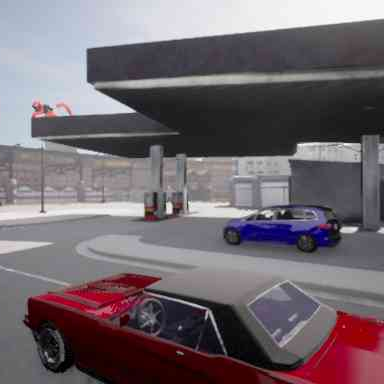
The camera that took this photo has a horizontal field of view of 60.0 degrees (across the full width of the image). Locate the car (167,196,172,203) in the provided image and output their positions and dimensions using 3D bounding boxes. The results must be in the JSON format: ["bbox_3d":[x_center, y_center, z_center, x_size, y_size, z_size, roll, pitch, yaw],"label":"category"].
[{"bbox_3d":[-3.668,1.556,79.122,5.566,2.045,2.150,0,0,-19],"label":"car"}]

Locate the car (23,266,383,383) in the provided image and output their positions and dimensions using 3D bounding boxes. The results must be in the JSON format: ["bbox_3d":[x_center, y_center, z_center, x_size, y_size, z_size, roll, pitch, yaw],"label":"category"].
[{"bbox_3d":[-0.002,1.616,3.994,4.718,1.301,1.895,0,0,36],"label":"car"}]

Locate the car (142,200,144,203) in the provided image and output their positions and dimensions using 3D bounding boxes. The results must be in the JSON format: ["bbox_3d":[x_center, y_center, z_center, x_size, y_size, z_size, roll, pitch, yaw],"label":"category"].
[{"bbox_3d":[-8.914,1.888,73.147,4.181,1.385,1.994,0,0,-27],"label":"car"}]

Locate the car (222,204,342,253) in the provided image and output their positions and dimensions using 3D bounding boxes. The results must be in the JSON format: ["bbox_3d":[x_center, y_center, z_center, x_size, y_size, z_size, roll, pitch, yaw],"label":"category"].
[{"bbox_3d":[3.429,1.328,13.352,4.611,1.667,2.242,0,0,36],"label":"car"}]

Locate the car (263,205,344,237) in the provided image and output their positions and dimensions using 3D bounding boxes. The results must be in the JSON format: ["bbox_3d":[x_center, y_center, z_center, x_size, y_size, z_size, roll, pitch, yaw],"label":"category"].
[{"bbox_3d":[6.146,1.494,18.470,3.806,1.475,1.970,0,0,36],"label":"car"}]
